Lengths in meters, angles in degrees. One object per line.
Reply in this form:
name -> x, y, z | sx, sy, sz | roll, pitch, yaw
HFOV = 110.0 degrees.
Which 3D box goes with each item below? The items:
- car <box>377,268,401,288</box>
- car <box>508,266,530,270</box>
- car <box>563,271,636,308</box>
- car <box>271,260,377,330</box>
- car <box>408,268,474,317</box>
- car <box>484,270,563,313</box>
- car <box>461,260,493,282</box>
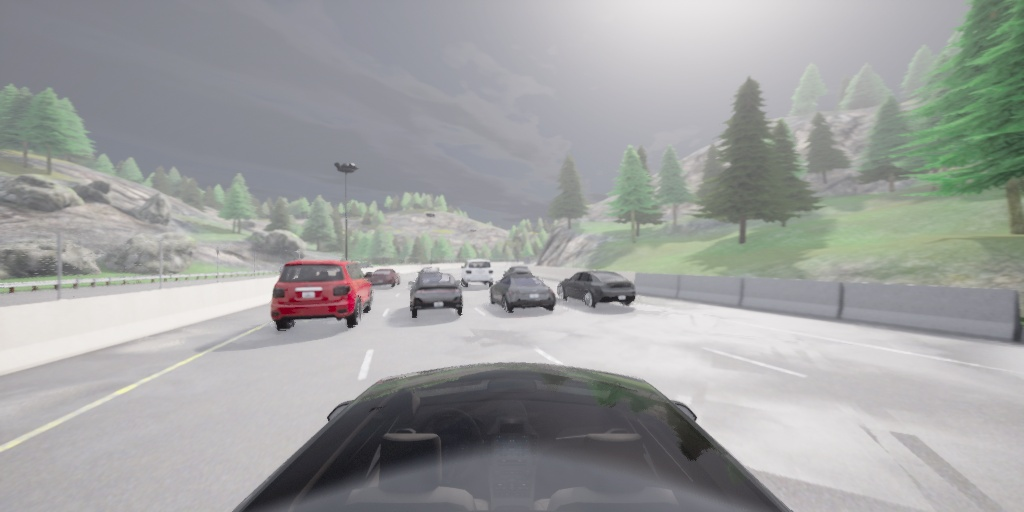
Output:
car -> -9.876, 1.687, 28.070 | 1.812, 1.442, 4.674 | 0, 0, -10
car -> 0.496, 1.587, 29.703 | 1.837, 1.490, 4.892 | 0, 0, -10
car -> 3.655, 1.395, 16.251 | 1.837, 1.490, 4.892 | 0, 0, -15
car -> -6.136, 1.158, 12.187 | 2.150, 2.045, 5.566 | 0, 0, -15
car -> -3.041, 1.421, 14.201 | 2.128, 1.511, 4.902 | 0, -1, -15
car -> 0.317, 1.473, 15.198 | 1.994, 1.385, 4.181 | 0, -1, -15
car -> -2.718, 1.312, 27.795 | 2.150, 2.045, 5.566 | 0, 0, -11
